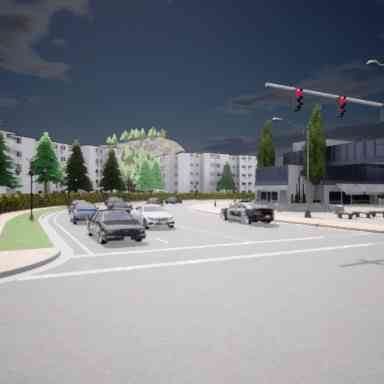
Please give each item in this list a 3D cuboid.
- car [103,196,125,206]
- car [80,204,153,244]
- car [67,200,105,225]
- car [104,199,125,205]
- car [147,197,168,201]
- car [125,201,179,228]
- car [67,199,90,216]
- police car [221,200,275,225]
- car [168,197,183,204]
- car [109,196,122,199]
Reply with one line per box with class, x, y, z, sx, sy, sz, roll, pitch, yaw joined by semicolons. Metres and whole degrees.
car;-12.769;1.480;54.863;1.882;1.535;5.008;0;0;9
car;-3.872;1.547;16.166;2.033;1.411;5.357;0;0;-27
car;-7.979;1.526;24.674;1.812;1.442;4.674;0;0;-24
car;-6.315;1.564;29.611;1.994;1.385;4.181;0;0;-22
car;-5.797;1.547;52.525;2.033;1.411;5.357;0;0;8
car;-2.702;1.526;21.636;1.812;1.442;4.674;0;0;-26
car;-11.687;1.527;34.509;1.812;1.442;4.674;0;1;-14
police car;3.860;1.425;24.244;1.930;1.638;5.238;0;0;-25
car;-3.385;1.564;62.682;1.994;1.385;4.181;0;0;25
car;-9.433;1.504;41.387;1.837;1.490;4.892;0;0;-6
